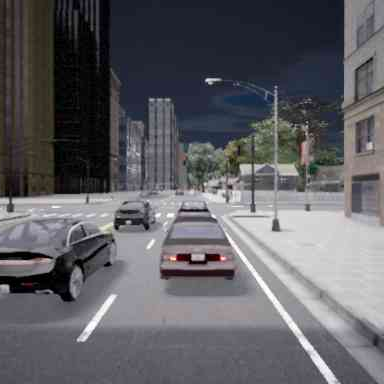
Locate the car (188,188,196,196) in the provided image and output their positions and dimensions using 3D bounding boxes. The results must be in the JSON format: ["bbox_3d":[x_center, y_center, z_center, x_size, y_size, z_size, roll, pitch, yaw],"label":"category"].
[{"bbox_3d":[0.053,0.244,84.700,1.812,1.442,4.674,0,1,0],"label":"car"}]

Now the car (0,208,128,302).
[{"bbox_3d":[-3.150,1.369,7.937,2.128,1.511,4.902,0,1,1],"label":"car"}]

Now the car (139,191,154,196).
[{"bbox_3d":[-9.707,0.487,68.977,2.128,1.511,4.902,0,1,0],"label":"car"}]

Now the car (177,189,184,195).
[{"bbox_3d":[-3.191,-0.106,94.703,1.882,1.535,5.008,0,1,0],"label":"car"}]

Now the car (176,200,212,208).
[{"bbox_3d":[0.110,1.211,18.594,2.128,1.511,4.902,0,1,0],"label":"car"}]

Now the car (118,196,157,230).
[{"bbox_3d":[-3.138,1.220,18.872,1.837,1.490,4.892,0,1,0],"label":"car"}]

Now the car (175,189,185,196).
[{"bbox_3d":[-3.197,0.075,84.670,2.097,1.767,4.553,0,1,0],"label":"car"}]

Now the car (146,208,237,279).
[{"bbox_3d":[0.098,1.399,9.543,2.033,1.411,5.357,0,1,-1],"label":"car"}]

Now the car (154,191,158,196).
[{"bbox_3d":[-9.697,0.322,84.531,1.895,1.301,4.718,0,1,0],"label":"car"}]
